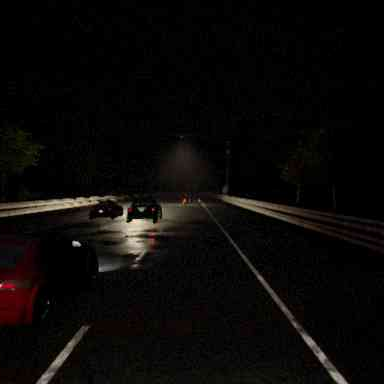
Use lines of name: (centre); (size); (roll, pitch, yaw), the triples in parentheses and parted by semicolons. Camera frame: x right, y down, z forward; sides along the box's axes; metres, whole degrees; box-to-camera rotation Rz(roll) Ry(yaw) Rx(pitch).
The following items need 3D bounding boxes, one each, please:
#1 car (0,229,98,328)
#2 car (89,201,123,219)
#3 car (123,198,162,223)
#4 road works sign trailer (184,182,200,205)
car: (-3.398, 1.531, 6.917); (1.994, 1.385, 4.181); (0, 0, 0)
car: (-6.892, 1.428, 27.187); (1.994, 1.385, 4.181); (0, 0, 0)
car: (-3.393, 1.230, 24.554); (2.097, 1.767, 4.553); (0, 0, 0)
road works sign trailer: (0.015, 0.207, 50.758); (2.380, 3.560, 2.880); (0, 0, 0)
